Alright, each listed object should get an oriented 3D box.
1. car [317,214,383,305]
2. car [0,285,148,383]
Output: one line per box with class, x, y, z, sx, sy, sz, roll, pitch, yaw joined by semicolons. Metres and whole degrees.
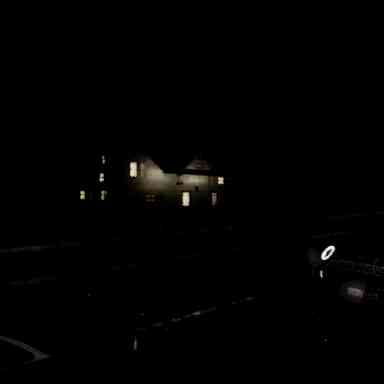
car;4.912;1.283;7.607;4.553;1.767;2.097;-1;0;-36
car;-2.634;1.521;2.080;4.902;1.511;2.128;-1;0;-36
